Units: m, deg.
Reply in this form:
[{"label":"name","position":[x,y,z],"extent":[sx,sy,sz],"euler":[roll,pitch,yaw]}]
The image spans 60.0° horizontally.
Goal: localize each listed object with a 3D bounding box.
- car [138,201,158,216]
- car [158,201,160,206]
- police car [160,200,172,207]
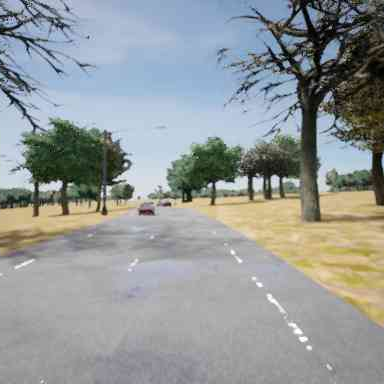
[{"label":"car","position":[-5.184,2.041,38.434],"extent":[1.895,1.301,4.718],"euler":[0,-1,-5]},{"label":"car","position":[-8.013,3.327,93.176],"extent":[1.812,1.442,4.674],"euler":[0,-2,-11]},{"label":"police car","position":[-6.205,2.914,83.402],"extent":[1.930,1.638,5.238],"euler":[0,-2,-10]}]
